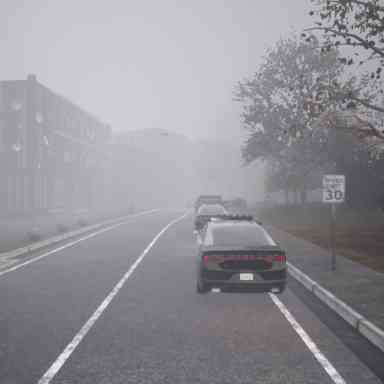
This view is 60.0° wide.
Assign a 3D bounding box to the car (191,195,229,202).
[{"bbox_3d":[1.387,1.226,24.672,2.150,2.045,5.566,0,0,5],"label":"car"}]

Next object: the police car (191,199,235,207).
[{"bbox_3d":[1.101,1.429,18.924,1.930,1.638,5.238,0,0,1],"label":"police car"}]

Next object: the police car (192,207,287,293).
[{"bbox_3d":[1.050,1.428,8.987,1.930,1.638,5.238,0,0,0],"label":"police car"}]

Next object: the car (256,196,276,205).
[{"bbox_3d":[12.258,1.309,55.313,1.812,1.442,4.674,-1,1,40],"label":"car"}]

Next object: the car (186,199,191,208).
[{"bbox_3d":[0.680,1.457,47.371,2.128,1.511,4.902,-1,0,21],"label":"car"}]

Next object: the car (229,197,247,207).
[{"bbox_3d":[5.936,1.406,45.032,1.882,1.535,5.008,0,0,28],"label":"car"}]
